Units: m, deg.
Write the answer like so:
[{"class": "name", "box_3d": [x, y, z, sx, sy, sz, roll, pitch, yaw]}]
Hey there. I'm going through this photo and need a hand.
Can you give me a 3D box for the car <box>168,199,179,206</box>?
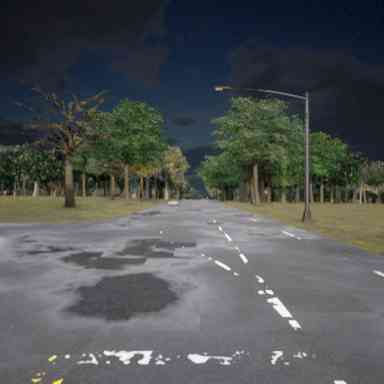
[{"class": "car", "box_3d": [-3.430, 1.960, 61.316, 1.895, 1.301, 4.718, 0, 0, 0]}]
